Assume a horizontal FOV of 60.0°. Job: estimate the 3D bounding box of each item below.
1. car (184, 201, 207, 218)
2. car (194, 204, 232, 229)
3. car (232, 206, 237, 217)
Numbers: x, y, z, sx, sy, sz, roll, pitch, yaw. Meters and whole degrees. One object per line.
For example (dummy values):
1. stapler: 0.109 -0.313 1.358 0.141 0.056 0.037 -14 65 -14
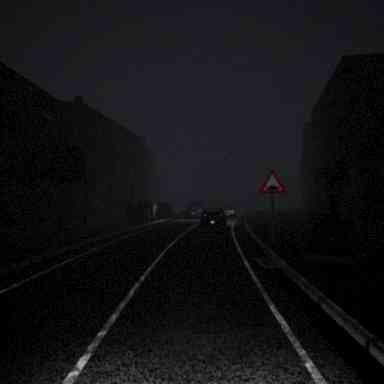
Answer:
1. car: 0.655 2.009 38.669 2.150 2.045 5.566 -1 -2 11
2. car: 1.680 1.881 24.759 2.128 1.511 4.902 0 -2 7
3. car: 4.696 2.448 42.600 1.895 1.301 4.718 -1 -2 12
